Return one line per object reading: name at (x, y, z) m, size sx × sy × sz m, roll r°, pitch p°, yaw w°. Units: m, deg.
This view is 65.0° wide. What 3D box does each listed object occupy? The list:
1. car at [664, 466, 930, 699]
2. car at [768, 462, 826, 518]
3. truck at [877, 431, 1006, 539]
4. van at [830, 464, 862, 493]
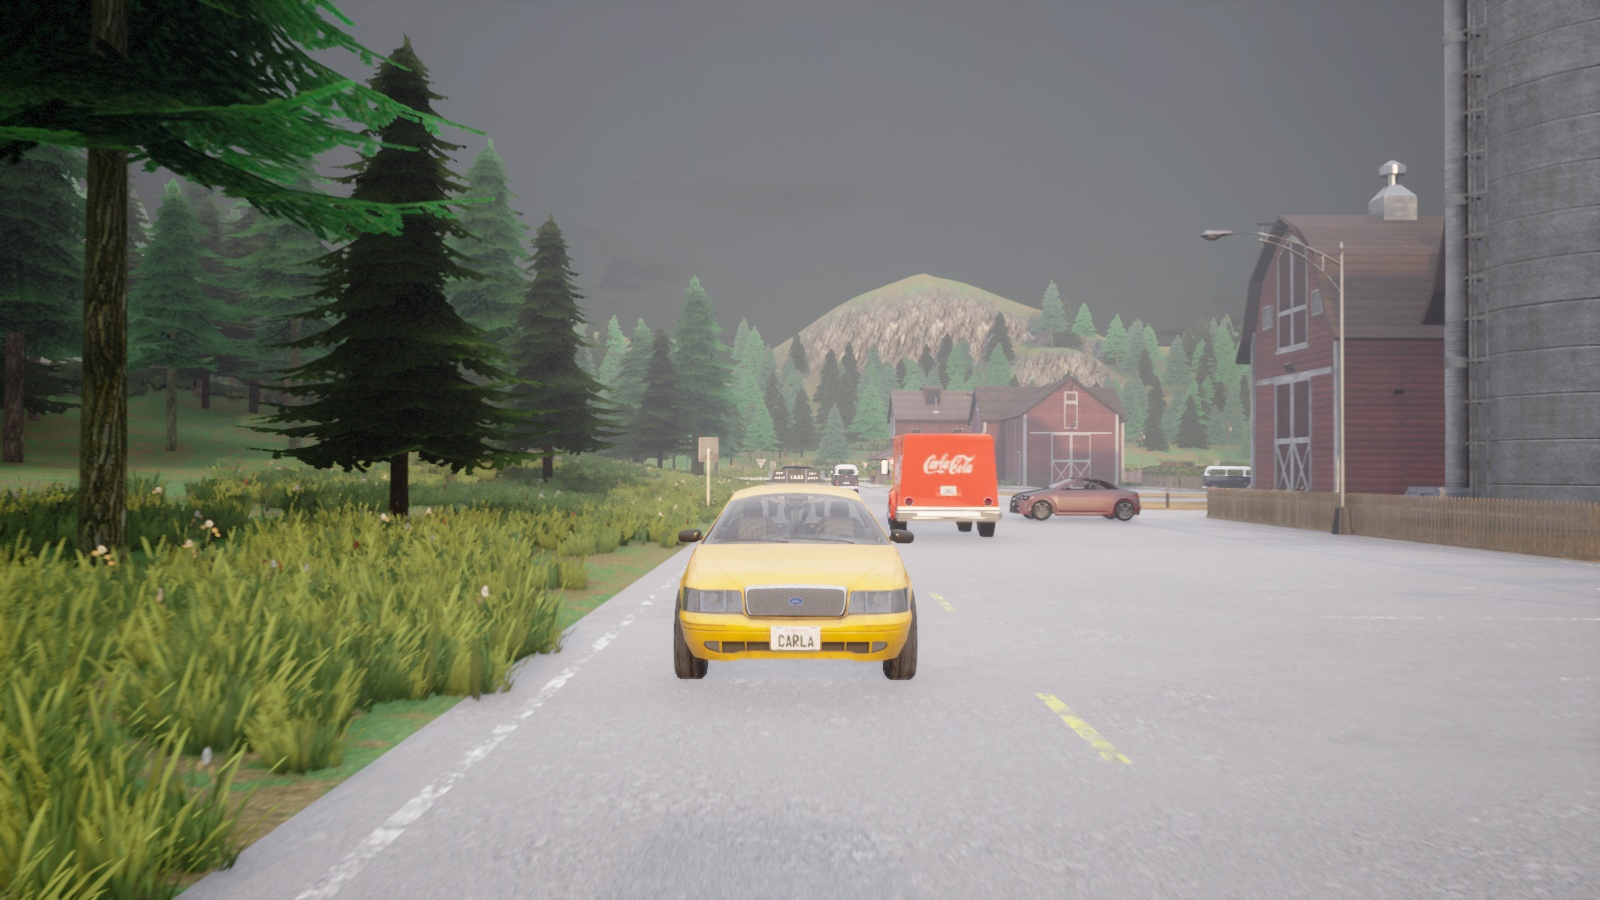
car at (-0.028, 0.941, 11.204) m, size 1.801 × 1.575 × 5.366 m, roll 0°, pitch -1°, yaw 0°
car at (-0.107, 1.366, 43.861) m, size 1.932 × 1.855 × 4.605 m, roll 0°, pitch -1°, yaw 0°
truck at (3.422, 0.841, 31.490) m, size 2.627 × 2.467 × 5.204 m, roll 0°, pitch -1°, yaw 0°
van at (3.280, 2.041, 90.349) m, size 2.069 × 2.038 × 4.480 m, roll 0°, pitch -1°, yaw 0°
